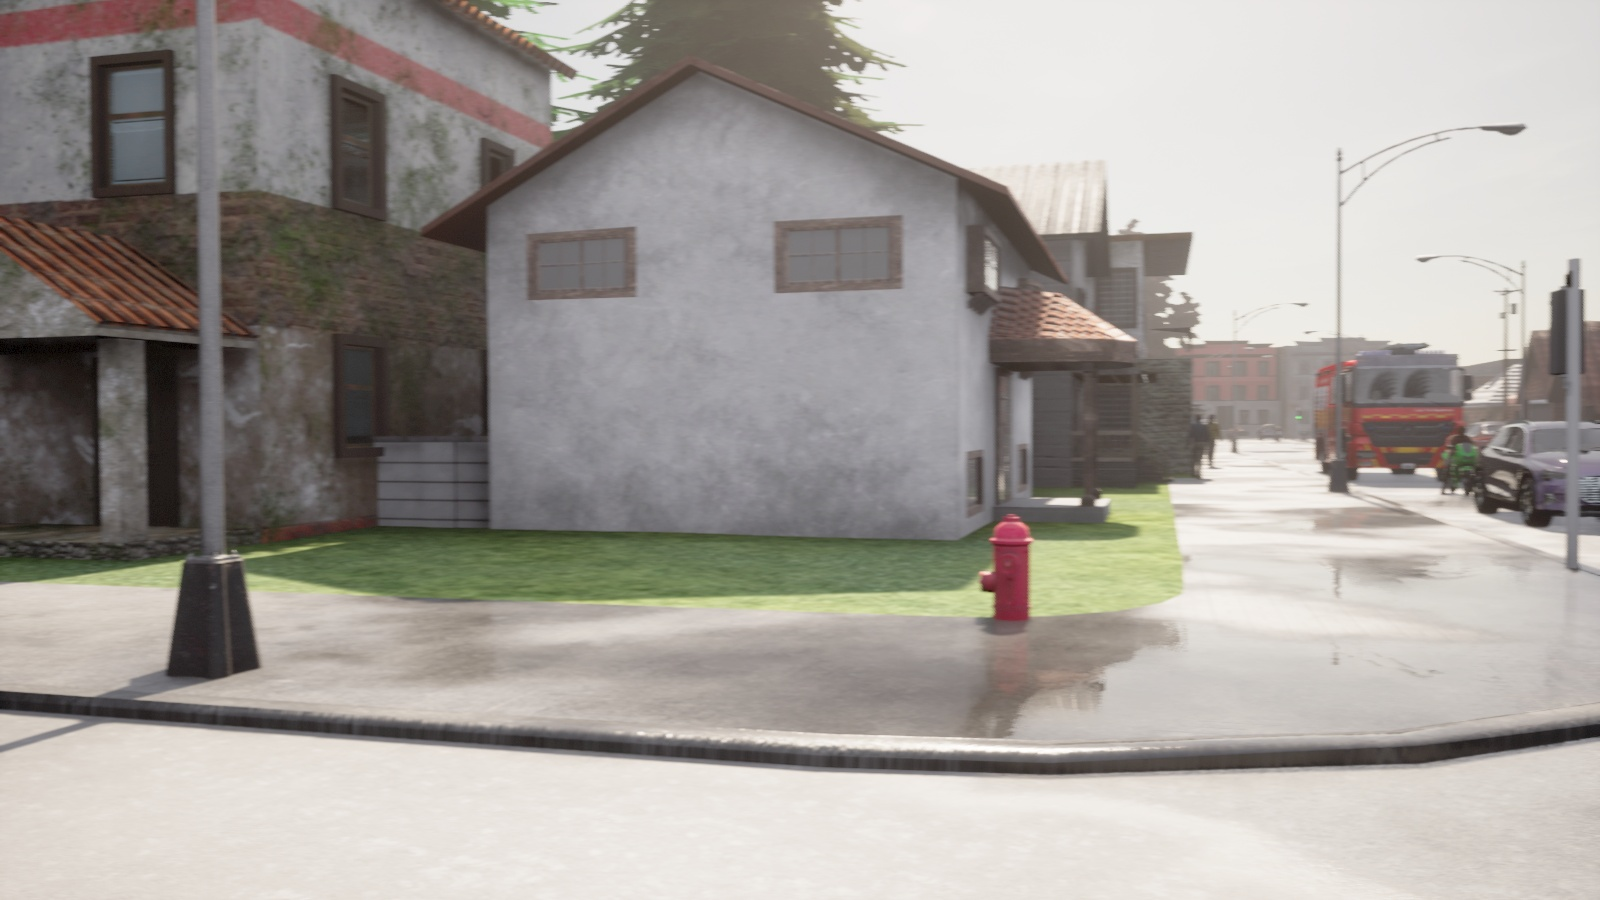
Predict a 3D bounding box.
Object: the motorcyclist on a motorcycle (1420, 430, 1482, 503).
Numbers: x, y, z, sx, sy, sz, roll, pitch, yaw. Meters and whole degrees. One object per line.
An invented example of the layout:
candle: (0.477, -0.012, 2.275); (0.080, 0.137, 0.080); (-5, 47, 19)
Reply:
motorcyclist on a motorcycle: (14.222, 0.329, 27.485); (0.797, 1.523, 2.044); (0, 1, 16)

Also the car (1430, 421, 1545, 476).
car: (22.064, -0.098, 40.517); (2.152, 1.651, 5.027); (0, 1, 16)

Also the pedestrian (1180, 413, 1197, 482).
pedestrian: (10.507, -0.075, 33.956); (0.370, 1.835, 0.726); (0, 1, 13)

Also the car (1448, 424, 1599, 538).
car: (12.207, 0.405, 20.388); (2.033, 1.649, 4.856); (0, 1, 15)

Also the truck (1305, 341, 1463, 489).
truck: (16.927, -0.989, 37.017); (2.891, 3.827, 8.468); (0, 1, 16)

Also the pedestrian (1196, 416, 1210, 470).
pedestrian: (13.770, -0.235, 42.911); (0.431, 1.840, 0.709); (0, 1, 16)
